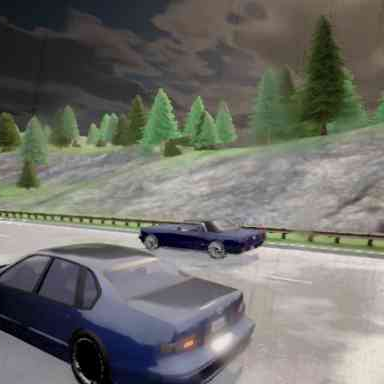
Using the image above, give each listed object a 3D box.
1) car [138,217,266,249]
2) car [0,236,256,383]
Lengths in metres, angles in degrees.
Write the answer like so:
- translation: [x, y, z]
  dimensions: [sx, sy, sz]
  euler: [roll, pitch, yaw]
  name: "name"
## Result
- translation: [0.212, 1.607, 12.449]
  dimensions: [4.718, 1.301, 1.895]
  euler: [0, 0, 35]
  name: "car"
- translation: [-1.745, 1.552, 5.228]
  dimensions: [5.357, 1.411, 2.033]
  euler: [0, 0, 35]
  name: "car"
